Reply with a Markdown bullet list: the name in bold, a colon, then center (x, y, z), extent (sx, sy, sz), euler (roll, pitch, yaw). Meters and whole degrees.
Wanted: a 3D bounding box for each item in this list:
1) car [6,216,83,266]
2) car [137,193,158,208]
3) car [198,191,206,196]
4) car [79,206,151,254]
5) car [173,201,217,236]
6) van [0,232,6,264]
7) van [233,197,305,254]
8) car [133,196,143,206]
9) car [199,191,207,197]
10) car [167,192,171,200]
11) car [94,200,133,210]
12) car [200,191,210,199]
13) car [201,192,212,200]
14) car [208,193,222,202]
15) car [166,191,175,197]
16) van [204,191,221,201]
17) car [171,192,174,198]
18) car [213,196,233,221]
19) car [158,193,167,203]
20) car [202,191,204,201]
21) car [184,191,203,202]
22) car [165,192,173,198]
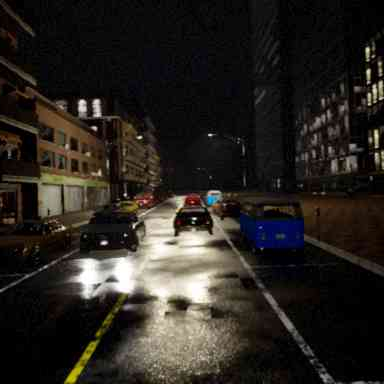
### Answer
- **car**: center (-5.661, 1.578, 11.862), extent (1.752, 1.417, 4.829), euler (-1, 1, 0)
- **car**: center (-5.723, 1.039, 39.876), extent (2.192, 1.841, 5.009), euler (-1, 1, 0)
- **car**: center (2.554, 0.408, 90.016), extent (2.008, 1.369, 4.403), euler (-1, 1, 0)
- **car**: center (-2.985, 1.508, 13.246), extent (1.994, 1.385, 4.181), euler (-2, 1, 0)
- **car**: center (0.067, 1.392, 17.255), extent (1.895, 1.301, 4.718), euler (-2, 1, 0)
- **van**: center (-5.654, 1.458, 6.461), extent (1.690, 1.788, 3.998), euler (-1, 1, 0)
- **van**: center (2.710, 1.103, 12.043), extent (1.690, 1.788, 3.998), euler (-1, 1, 0)
- **car**: center (-5.696, 1.382, 28.570), extent (1.752, 1.417, 4.829), euler (-1, 1, 0)
- **car**: center (2.577, 0.530, 78.877), extent (1.887, 1.381, 4.507), euler (-1, 1, 0)
- **car**: center (-5.775, 0.985, 67.726), extent (1.802, 1.307, 4.206), euler (-1, 1, 0)
- **car**: center (-5.684, 1.470, 23.170), extent (2.008, 1.369, 4.403), euler (-1, 1, 0)
- **car**: center (2.597, 0.553, 67.737), extent (1.967, 1.590, 4.097), euler (-1, 1, 0)
- **car**: center (2.610, 0.722, 62.169), extent (1.887, 1.381, 4.507), euler (-1, 1, 0)
- **car**: center (2.679, 1.088, 28.922), extent (1.752, 1.417, 4.829), euler (-1, 1, 0)
- **car**: center (-5.823, 0.587, 90.002), extent (1.967, 1.590, 4.097), euler (-1, 1, 0)
- **van**: center (2.652, 0.776, 39.890), extent (1.690, 1.788, 3.998), euler (-1, 1, 0)
- **car**: center (-5.799, 0.819, 78.864), extent (1.887, 1.381, 4.507), euler (-1, 1, 0)
- **car**: center (2.692, 1.212, 23.183), extent (1.802, 1.307, 4.206), euler (-1, 1, 0)
- **car**: center (-5.753, 1.076, 56.587), extent (1.887, 1.381, 4.507), euler (-1, 1, 0)
- **car**: center (2.621, 0.765, 56.769), extent (1.752, 1.417, 4.829), euler (-1, 1, 0)
- **car**: center (0.050, 0.996, 40.415), extent (1.882, 1.535, 5.008), euler (-2, 1, 0)
- **car**: center (-5.809, 0.777, 84.434), extent (1.947, 1.339, 4.313), euler (-1, 1, 0)
